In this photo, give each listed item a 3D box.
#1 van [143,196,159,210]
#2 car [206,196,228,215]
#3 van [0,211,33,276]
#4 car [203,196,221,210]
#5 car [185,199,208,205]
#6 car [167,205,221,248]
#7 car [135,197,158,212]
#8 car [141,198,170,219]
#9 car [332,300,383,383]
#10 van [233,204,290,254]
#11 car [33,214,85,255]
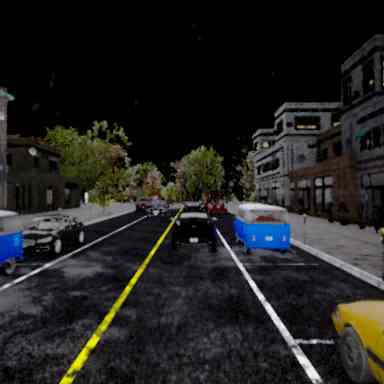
[{"bbox_3d":[-5.695,1.534,46.733,1.690,1.788,3.998,1,0,0],"label":"van"},{"bbox_3d":[2.698,1.591,35.660,1.967,1.590,4.097,1,0,0],"label":"car"},{"bbox_3d":[-5.679,1.377,7.931,1.690,1.788,3.998,1,0,0],"label":"van"},{"bbox_3d":[2.712,1.508,46.746,2.192,1.841,5.009,1,0,0],"label":"car"},{"bbox_3d":[0.084,1.622,30.490,2.128,1.511,4.902,0,0,0],"label":"car"},{"bbox_3d":[0.084,1.572,14.977,1.837,1.490,4.892,0,0,0],"label":"car"},{"bbox_3d":[-5.681,1.487,41.191,2.192,1.841,5.009,1,0,0],"label":"car"},{"bbox_3d":[-3.103,1.624,31.114,2.128,1.511,4.902,0,0,0],"label":"car"},{"bbox_3d":[2.700,1.538,2.571,1.752,1.417,4.829,1,0,0],"label":"car"},{"bbox_3d":[2.701,1.401,13.489,1.690,1.788,3.998,1,0,0],"label":"van"},{"bbox_3d":[-5.682,1.611,13.474,2.008,1.369,4.403,1,0,0],"label":"car"}]
